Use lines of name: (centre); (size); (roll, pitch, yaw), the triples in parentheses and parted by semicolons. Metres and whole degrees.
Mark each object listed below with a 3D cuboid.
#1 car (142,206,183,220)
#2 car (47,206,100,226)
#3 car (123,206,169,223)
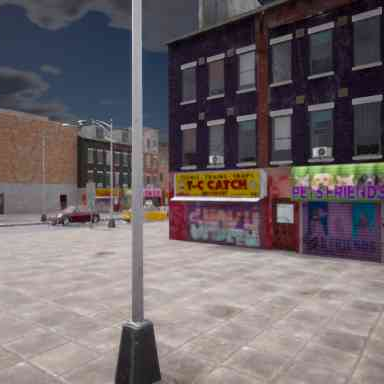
car: (-3.088, 2.171, 35.529); (2.008, 1.369, 4.403); (-2, -2, 36)
car: (-9.514, 1.825, 26.737); (1.967, 1.590, 4.097); (-2, -2, 36)
car: (-3.915, 1.974, 29.711); (1.882, 1.535, 5.008); (0, -1, 36)
